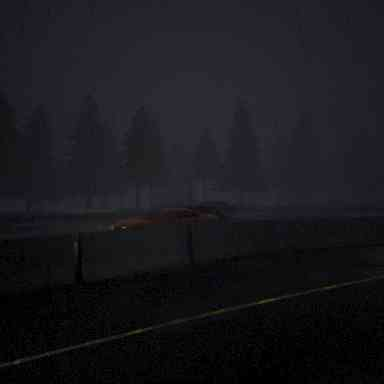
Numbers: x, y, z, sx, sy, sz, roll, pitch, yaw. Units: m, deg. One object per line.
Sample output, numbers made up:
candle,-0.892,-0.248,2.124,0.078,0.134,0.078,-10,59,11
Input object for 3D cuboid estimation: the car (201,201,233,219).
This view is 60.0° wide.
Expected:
car,-0.272,1.505,19.669,4.892,1.490,1.837,0,0,-27

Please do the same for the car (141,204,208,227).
car,-1.195,1.564,23.081,4.181,1.385,1.994,0,0,-27

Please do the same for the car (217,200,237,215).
car,1.413,1.477,28.205,5.008,1.535,1.882,0,0,-24

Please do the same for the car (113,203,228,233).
car,-1.096,1.477,15.288,5.008,1.535,1.882,0,0,-28
